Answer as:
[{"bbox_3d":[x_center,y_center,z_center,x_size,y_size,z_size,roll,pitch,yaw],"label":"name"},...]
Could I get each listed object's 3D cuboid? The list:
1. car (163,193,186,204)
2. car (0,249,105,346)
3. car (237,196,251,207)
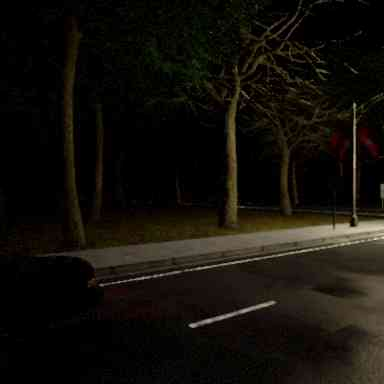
[{"bbox_3d":[-3.440,1.119,63.254,2.150,2.045,5.566,0,0,-36],"label":"car"},{"bbox_3d":[-4.062,1.545,4.782,5.357,1.411,2.033,0,0,-36],"label":"car"},{"bbox_3d":[6.600,1.422,49.026,1.837,1.490,4.892,0,0,-35],"label":"car"}]
